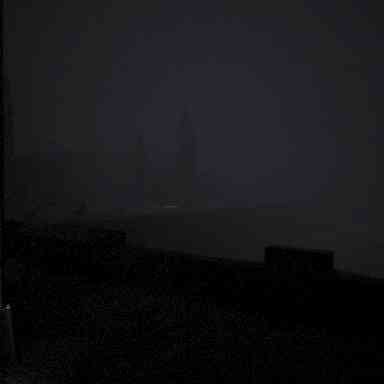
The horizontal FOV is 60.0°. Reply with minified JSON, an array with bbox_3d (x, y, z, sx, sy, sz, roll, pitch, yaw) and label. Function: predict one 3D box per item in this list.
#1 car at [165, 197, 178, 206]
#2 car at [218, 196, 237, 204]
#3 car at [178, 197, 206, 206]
[{"bbox_3d":[-2.278,1.540,56.129,2.033,1.411,5.357,0,0,36],"label":"car"},{"bbox_3d":[6.578,1.484,61.590,2.128,1.511,4.902,0,0,35],"label":"car"},{"bbox_3d":[0.392,1.499,52.834,1.837,1.490,4.892,0,0,36],"label":"car"}]
